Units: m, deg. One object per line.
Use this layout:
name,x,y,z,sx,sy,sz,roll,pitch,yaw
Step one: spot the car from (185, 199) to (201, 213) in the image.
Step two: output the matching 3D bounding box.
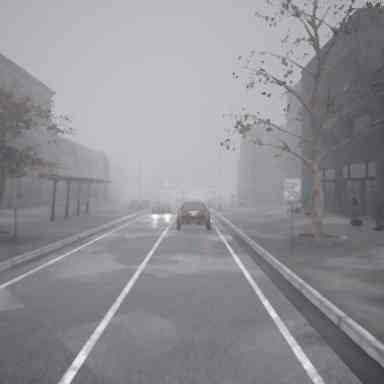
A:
car,0.085,1.636,40.456,1.837,1.490,4.892,0,-1,0

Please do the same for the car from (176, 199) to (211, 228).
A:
car,0.090,1.349,22.048,2.097,1.767,4.553,0,0,0

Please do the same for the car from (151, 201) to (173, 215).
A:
car,-3.105,1.616,34.929,1.994,1.385,4.181,0,-1,0
